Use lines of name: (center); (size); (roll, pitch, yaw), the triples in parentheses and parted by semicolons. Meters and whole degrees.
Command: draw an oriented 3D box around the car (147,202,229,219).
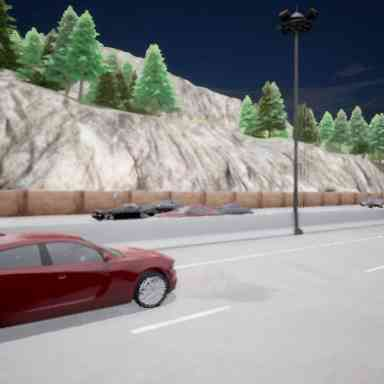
car: (-0.179, 1.557, 21.026); (4.674, 1.442, 1.812); (1, 0, -35)

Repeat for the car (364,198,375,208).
car: (28.660, 1.743, 49.995); (5.357, 1.411, 2.033); (0, 0, -35)

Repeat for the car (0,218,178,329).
car: (-2.600, 1.476, 6.194); (5.008, 1.535, 1.882); (0, 0, -35)

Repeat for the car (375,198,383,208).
car: (26.869, 1.705, 44.448); (4.674, 1.442, 1.812); (0, 0, -35)

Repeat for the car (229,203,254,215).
car: (3.140, 1.620, 27.669); (4.181, 1.385, 1.994); (0, 0, -35)

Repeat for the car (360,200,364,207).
car: (29.683, 1.701, 54.996); (4.902, 1.511, 2.128); (0, 0, -35)

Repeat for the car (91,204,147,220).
car: (-5.339, 1.620, 25.948); (4.718, 1.301, 1.895); (0, 0, -35)

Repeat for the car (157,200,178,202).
car: (-2.733, 1.531, 32.085); (4.902, 1.511, 2.128); (0, 0, -35)
